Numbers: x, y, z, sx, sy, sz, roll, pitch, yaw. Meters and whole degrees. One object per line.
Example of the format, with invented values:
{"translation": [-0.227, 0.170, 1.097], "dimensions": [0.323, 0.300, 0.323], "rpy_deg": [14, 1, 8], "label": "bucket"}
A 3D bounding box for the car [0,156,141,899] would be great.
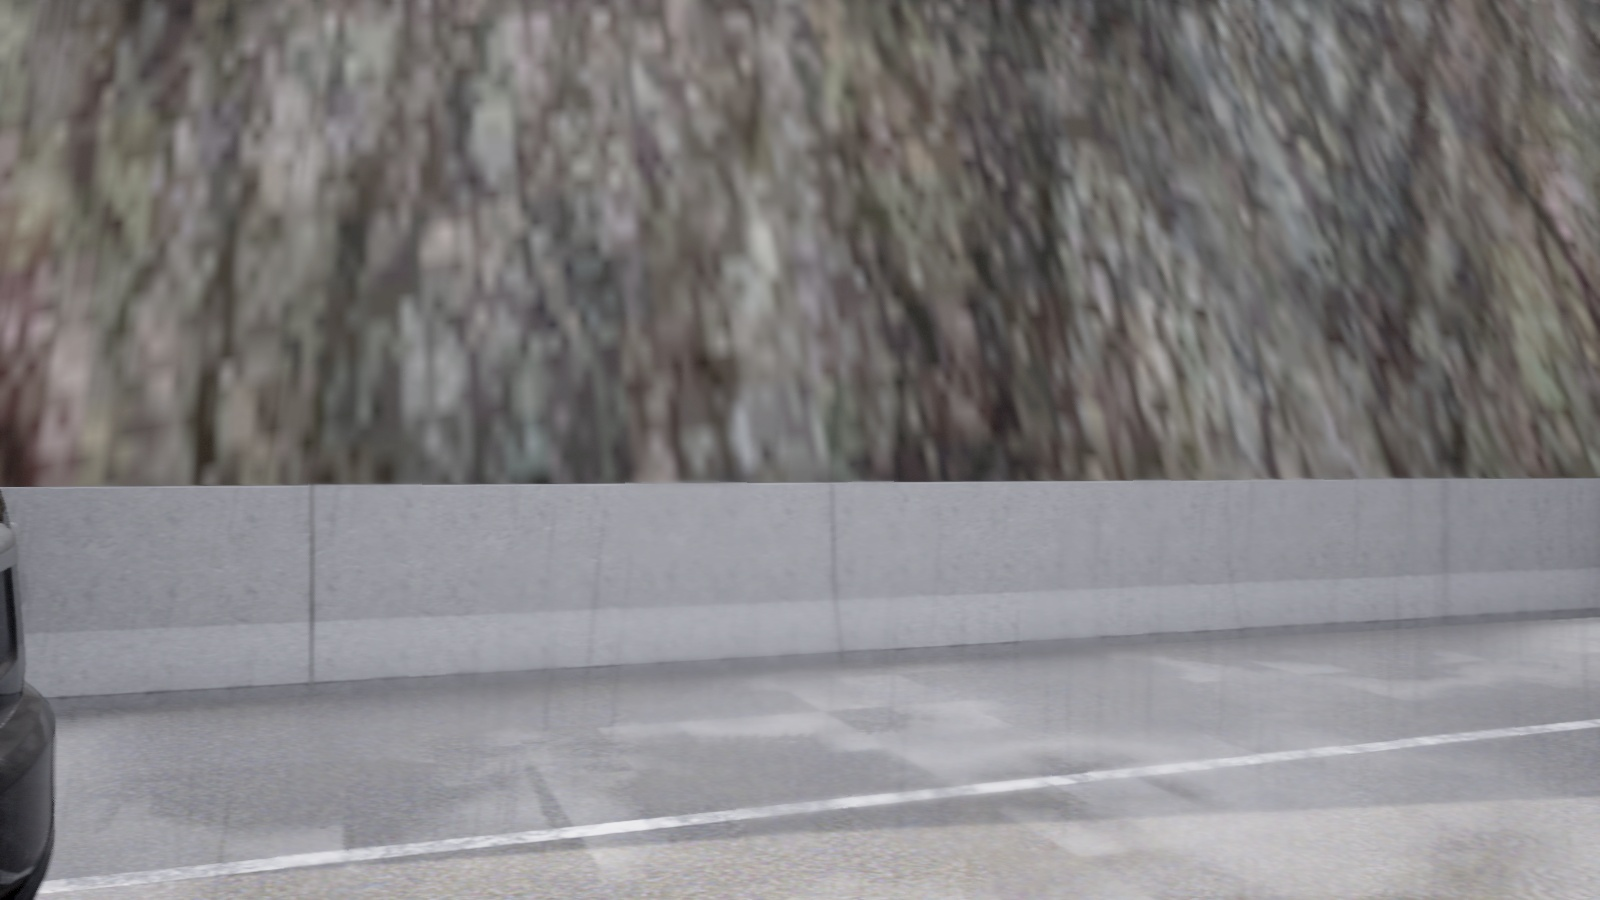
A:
{"translation": [-4.167, 0.537, 1.669], "dimensions": [5.566, 2.045, 2.150], "rpy_deg": [-1, 1, -20], "label": "car"}
